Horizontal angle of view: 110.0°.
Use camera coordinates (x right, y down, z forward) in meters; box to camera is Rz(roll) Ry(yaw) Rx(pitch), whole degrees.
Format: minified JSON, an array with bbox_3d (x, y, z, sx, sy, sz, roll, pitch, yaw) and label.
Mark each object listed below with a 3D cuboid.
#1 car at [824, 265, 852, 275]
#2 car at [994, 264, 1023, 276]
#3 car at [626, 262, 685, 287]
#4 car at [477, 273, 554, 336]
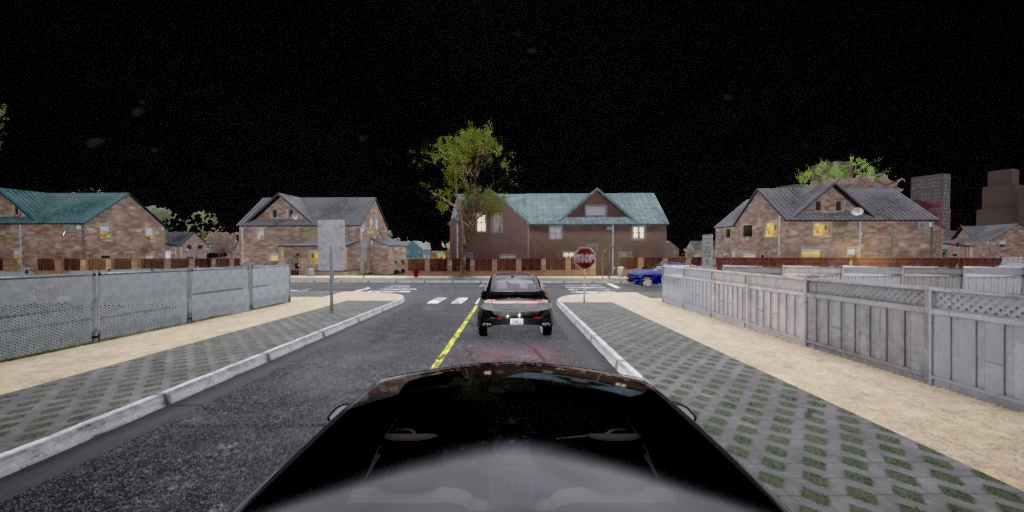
[{"bbox_3d":[21.012,1.261,23.104,4.181,1.385,1.994,0,1,1],"label":"car"},{"bbox_3d":[32.390,1.231,23.133,4.674,1.442,1.812,0,1,-5],"label":"car"},{"bbox_3d":[10.036,1.180,23.312,5.008,1.535,1.882,0,1,0],"label":"car"},{"bbox_3d":[0.029,1.237,10.377,2.128,1.511,4.902,0,0,-2],"label":"car"}]
